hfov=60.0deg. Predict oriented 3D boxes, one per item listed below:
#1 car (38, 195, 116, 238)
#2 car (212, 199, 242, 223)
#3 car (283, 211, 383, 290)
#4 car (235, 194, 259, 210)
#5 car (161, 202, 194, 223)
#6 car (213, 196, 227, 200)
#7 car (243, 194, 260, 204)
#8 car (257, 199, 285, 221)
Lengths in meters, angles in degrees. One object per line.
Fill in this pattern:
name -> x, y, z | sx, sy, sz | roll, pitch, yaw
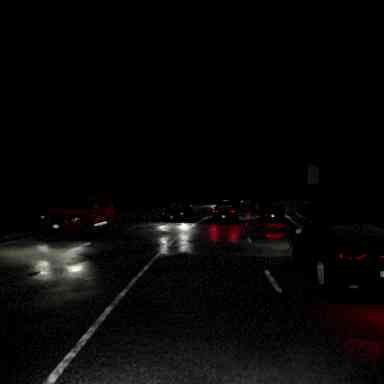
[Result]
car -> -5.866, 1.207, 17.862 | 2.150, 2.045, 5.566 | 0, 0, 7
car -> 2.623, 1.533, 25.556 | 1.812, 1.442, 4.674 | 0, 0, 10
car -> 4.038, 1.487, 9.103 | 1.882, 1.535, 5.008 | 0, 0, 4
car -> 6.803, 1.240, 42.520 | 2.150, 2.045, 5.566 | 0, 0, 17
car -> -1.040, 1.522, 26.037 | 1.812, 1.442, 4.674 | 0, 0, 10
car -> 4.945, 1.495, 58.336 | 2.128, 1.511, 4.902 | 0, 0, 23
car -> 11.570, 1.379, 64.523 | 2.097, 1.767, 4.553 | 0, 0, 26
car -> 6.481, 1.523, 27.085 | 1.837, 1.490, 4.892 | 0, 0, 11
